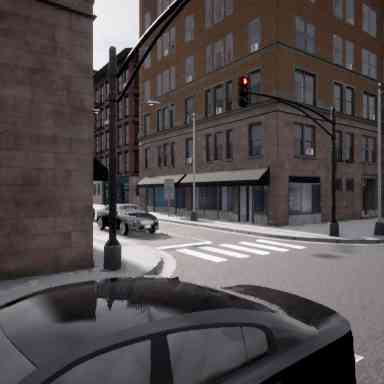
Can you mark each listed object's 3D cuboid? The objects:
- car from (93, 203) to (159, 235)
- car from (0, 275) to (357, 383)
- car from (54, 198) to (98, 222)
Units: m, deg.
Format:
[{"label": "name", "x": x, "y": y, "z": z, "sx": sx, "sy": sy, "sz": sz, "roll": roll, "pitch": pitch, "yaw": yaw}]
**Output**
[{"label": "car", "x": -3.624, "y": 1.395, "z": 18.153, "sx": 2.128, "sy": 1.511, "sz": 4.902, "roll": 0, "pitch": 0, "yaw": -37}, {"label": "car", "x": -0.835, "y": 1.490, "z": 2.352, "sx": 5.008, "sy": 1.535, "sz": 1.882, "roll": 0, "pitch": 0, "yaw": -35}, {"label": "car", "x": -9.110, "y": 1.323, "z": 25.863, "sx": 1.882, "sy": 1.535, "sz": 5.008, "roll": 0, "pitch": 0, "yaw": -36}]
